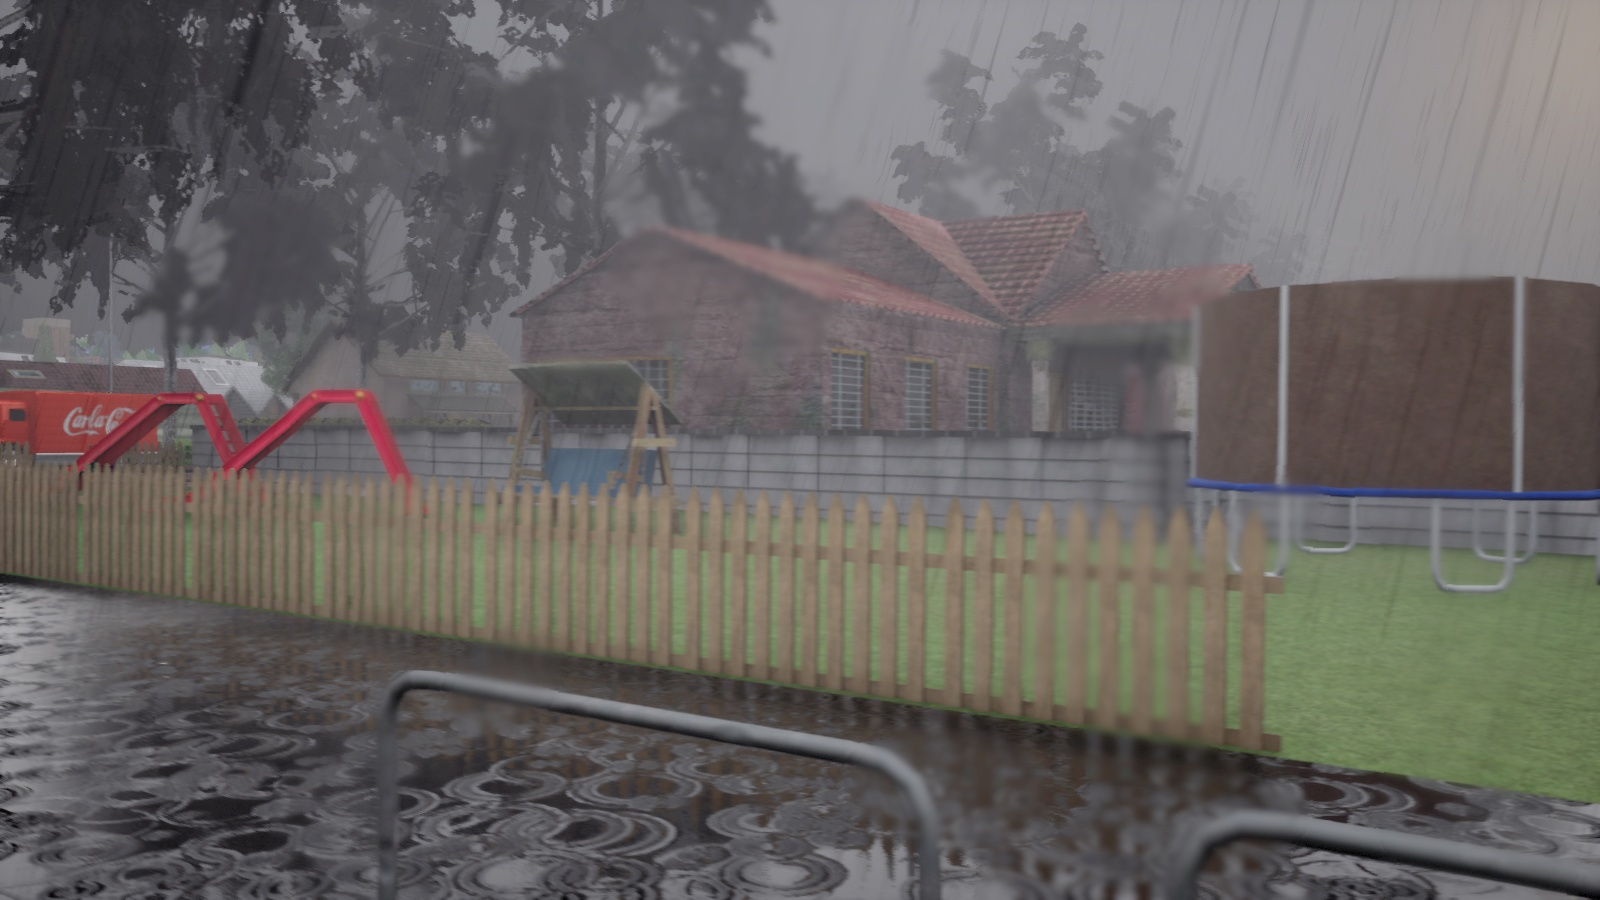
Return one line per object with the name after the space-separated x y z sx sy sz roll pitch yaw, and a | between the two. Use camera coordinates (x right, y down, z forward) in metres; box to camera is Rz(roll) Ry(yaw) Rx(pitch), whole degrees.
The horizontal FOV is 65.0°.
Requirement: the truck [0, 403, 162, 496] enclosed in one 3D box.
-21.298 -0.047 35.477 2.627 2.467 5.204 0 1 34 | truck
